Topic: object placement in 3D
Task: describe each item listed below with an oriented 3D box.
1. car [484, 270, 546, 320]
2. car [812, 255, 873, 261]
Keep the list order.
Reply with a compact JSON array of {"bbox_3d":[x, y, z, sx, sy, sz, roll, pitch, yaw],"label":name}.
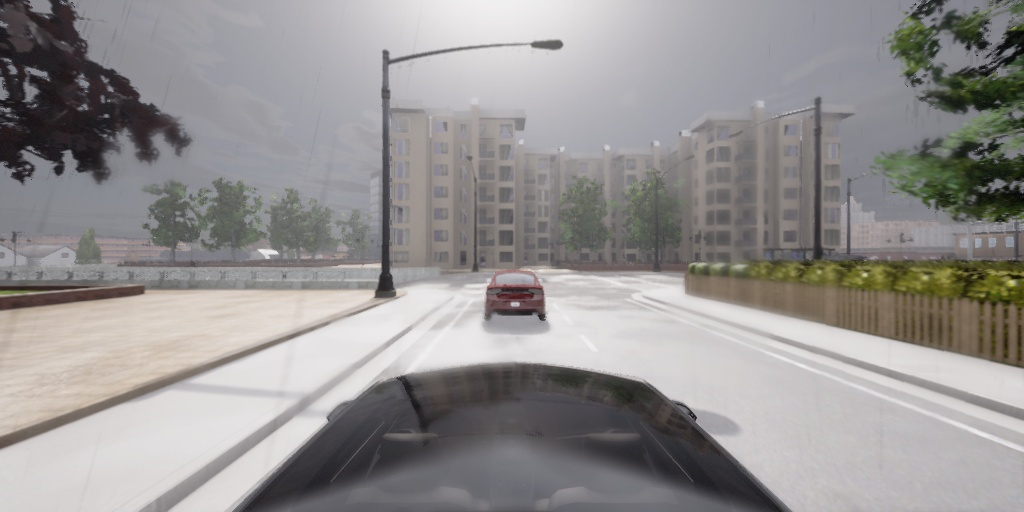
[{"bbox_3d":[0.095,1.225,12.709,1.882,1.535,5.008,0,0,0],"label":"car"},{"bbox_3d":[25.646,0.966,27.116,5.566,2.045,2.150,0,0,1],"label":"car"}]
